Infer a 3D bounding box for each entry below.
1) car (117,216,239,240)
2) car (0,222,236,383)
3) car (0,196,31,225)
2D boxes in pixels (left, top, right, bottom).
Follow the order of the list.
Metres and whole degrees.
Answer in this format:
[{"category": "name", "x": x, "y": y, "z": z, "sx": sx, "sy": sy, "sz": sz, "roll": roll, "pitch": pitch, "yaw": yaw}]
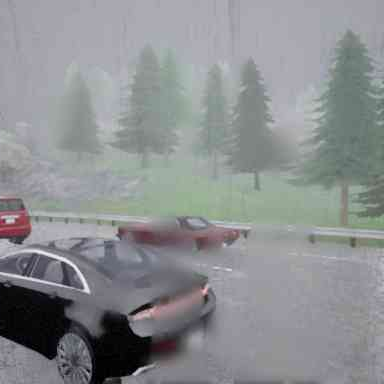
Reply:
[{"category": "car", "x": -0.718, "y": 1.567, "z": 12.815, "sx": 4.718, "sy": 1.301, "sz": 1.895, "roll": 0, "pitch": 0, "yaw": 33}, {"category": "car", "x": -1.958, "y": 1.478, "z": 5.203, "sx": 4.902, "sy": 1.511, "sz": 2.128, "roll": 0, "pitch": 0, "yaw": 34}, {"category": "car", "x": -9.129, "y": 1.185, "z": 13.977, "sx": 5.566, "sy": 2.045, "sz": 2.150, "roll": 0, "pitch": 0, "yaw": 32}]
